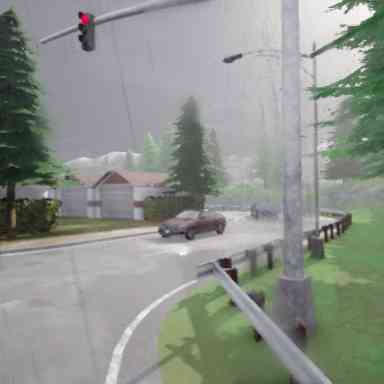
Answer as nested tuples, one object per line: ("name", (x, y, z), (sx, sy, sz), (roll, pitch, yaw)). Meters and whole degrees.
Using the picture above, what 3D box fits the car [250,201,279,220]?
("car", (6.433, 1.599, 29.893), (1.882, 1.535, 5.008), (0, 0, 3))

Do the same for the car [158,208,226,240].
("car", (0.150, 1.631, 17.902), (1.812, 1.442, 4.674), (-1, 0, 36))
